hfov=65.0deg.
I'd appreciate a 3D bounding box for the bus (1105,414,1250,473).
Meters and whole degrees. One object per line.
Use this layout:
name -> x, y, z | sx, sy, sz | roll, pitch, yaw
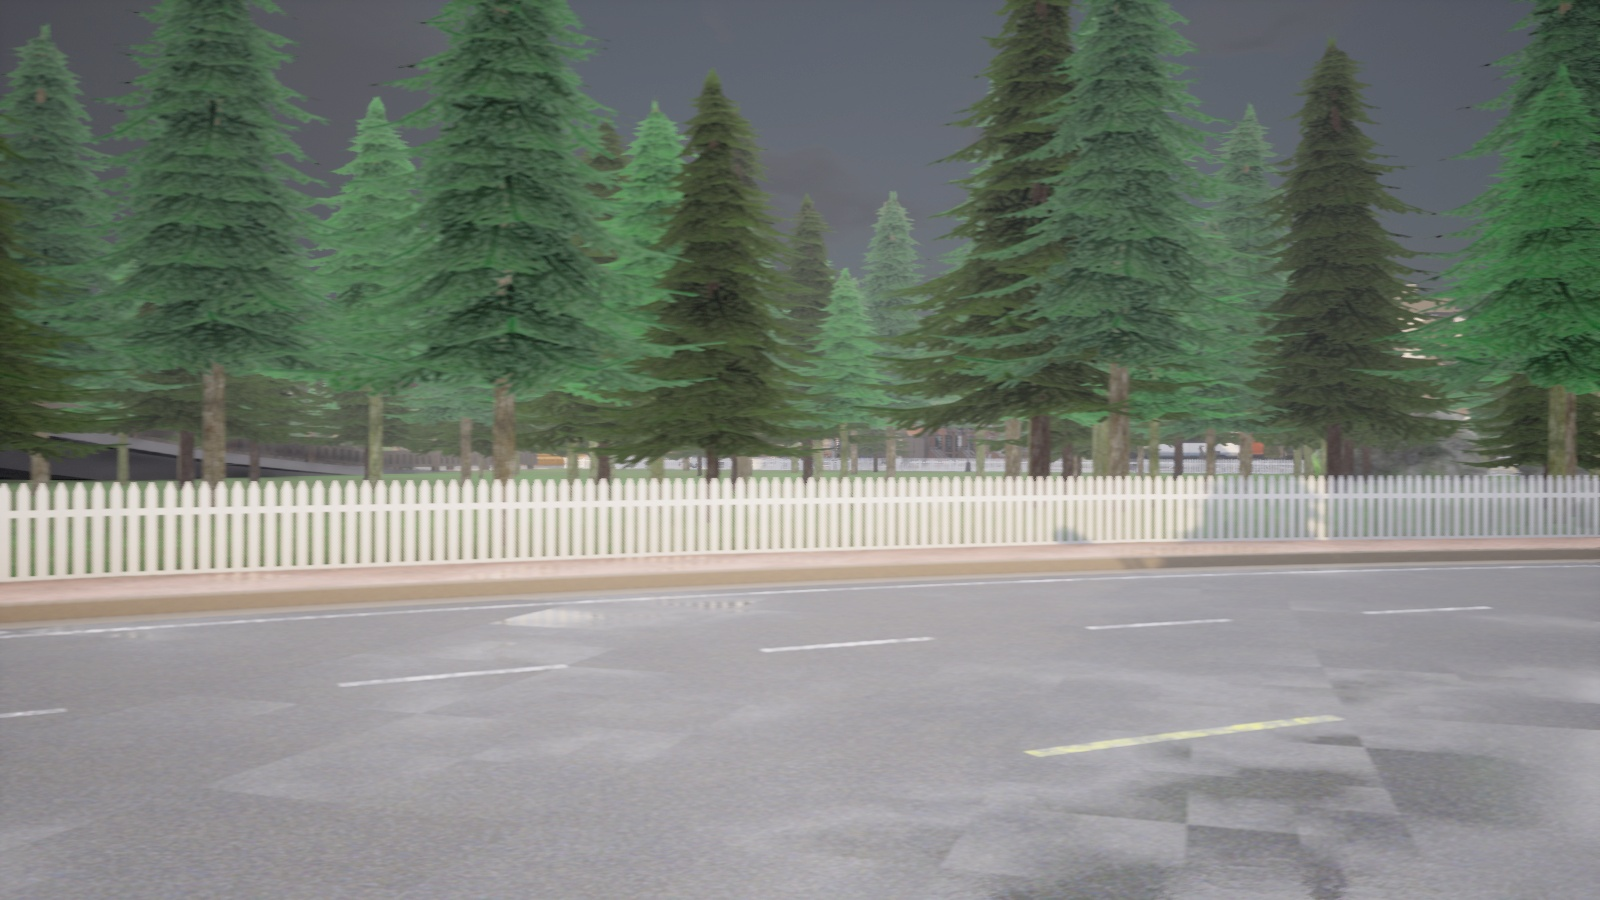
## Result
bus -> 28.408, -0.481, 94.488 | 10.273, 4.253, 3.944 | 0, 0, 20
